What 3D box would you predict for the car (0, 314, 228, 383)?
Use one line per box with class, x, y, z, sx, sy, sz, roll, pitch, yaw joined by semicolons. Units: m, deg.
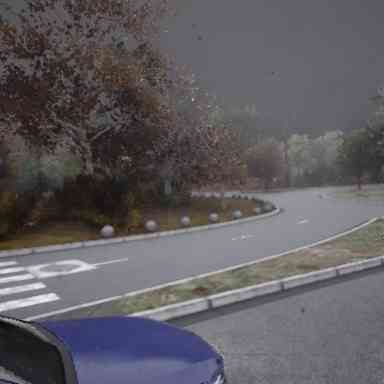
car;-1.821;1.530;2.050;4.674;1.442;1.812;-1;1;-35
